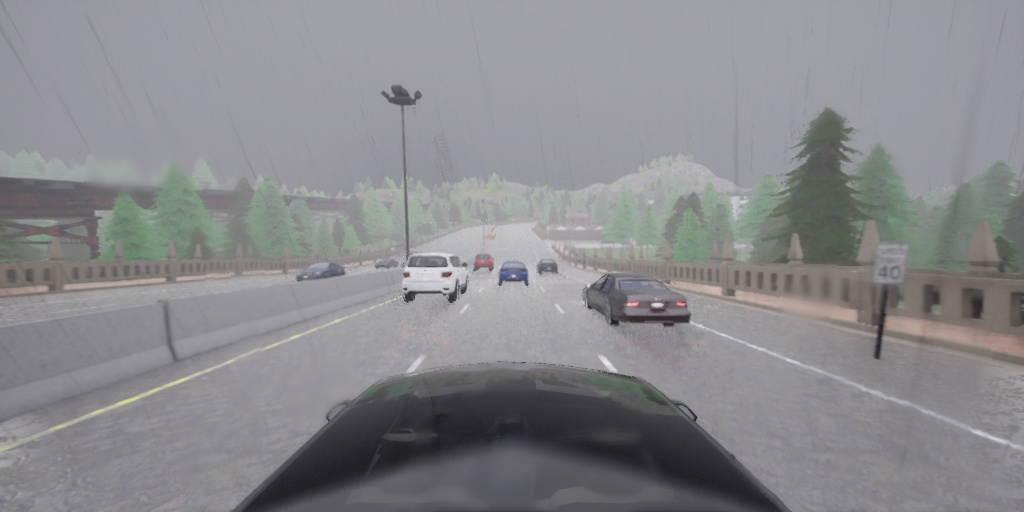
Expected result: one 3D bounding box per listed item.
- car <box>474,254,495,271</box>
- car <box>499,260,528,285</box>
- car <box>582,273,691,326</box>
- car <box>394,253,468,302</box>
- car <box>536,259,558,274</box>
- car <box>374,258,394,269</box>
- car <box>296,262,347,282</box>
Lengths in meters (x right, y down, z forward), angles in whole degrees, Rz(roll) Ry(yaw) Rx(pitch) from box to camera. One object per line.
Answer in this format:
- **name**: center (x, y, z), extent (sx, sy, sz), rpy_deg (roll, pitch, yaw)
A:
- **car**: center (-3.390, 0.765, 44.072), extent (2.150, 2.045, 5.566), rpy_deg (0, 0, 0)
- **car**: center (0.105, 1.117, 24.933), extent (1.882, 1.535, 5.008), rpy_deg (0, 0, 0)
- **car**: center (3.602, 1.252, 11.391), extent (2.033, 1.411, 5.357), rpy_deg (0, 0, 0)
- **car**: center (-3.396, 0.899, 16.707), extent (2.150, 2.045, 5.566), rpy_deg (0, 0, 0)
- **car**: center (3.608, 1.056, 37.333), extent (1.882, 1.535, 5.008), rpy_deg (0, 0, 0)
- **car**: center (-17.495, 1.037, 50.311), extent (2.033, 1.411, 5.357), rpy_deg (0, 1, 0)
- **car**: center (-14.078, 1.156, 26.812), extent (1.812, 1.442, 4.674), rpy_deg (0, 0, 0)
